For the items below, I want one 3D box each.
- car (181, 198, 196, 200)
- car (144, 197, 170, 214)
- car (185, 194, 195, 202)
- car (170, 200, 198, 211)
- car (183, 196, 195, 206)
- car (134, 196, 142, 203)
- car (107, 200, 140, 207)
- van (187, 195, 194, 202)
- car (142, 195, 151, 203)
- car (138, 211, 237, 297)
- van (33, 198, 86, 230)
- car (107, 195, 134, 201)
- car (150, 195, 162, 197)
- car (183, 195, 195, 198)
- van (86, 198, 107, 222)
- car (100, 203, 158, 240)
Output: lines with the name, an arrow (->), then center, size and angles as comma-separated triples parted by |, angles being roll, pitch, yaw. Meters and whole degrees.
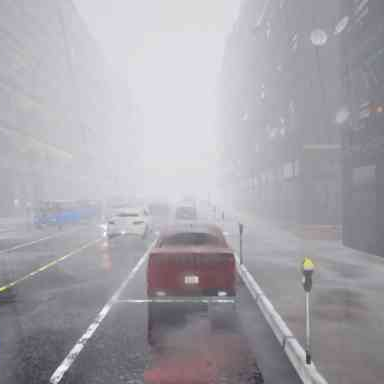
car -> -0.438, 1.582, 31.754 | 1.887, 1.381, 4.507 | 1, 0, 0
car -> -2.931, 1.513, 30.753 | 1.882, 1.535, 5.008 | 0, 0, 0
car -> -0.471, 1.521, 81.536 | 2.192, 1.841, 5.009 | 1, 0, 0
car -> -0.437, 1.572, 26.224 | 1.887, 1.381, 4.507 | 1, 0, 0
car -> -0.472, 1.553, 59.411 | 1.967, 1.590, 4.097 | 1, 0, 0
car -> -8.313, 1.379, 42.876 | 2.192, 1.841, 5.009 | 1, 0, 0
car -> -5.869, 1.630, 27.598 | 1.895, 1.301, 4.718 | 0, 0, 0
van -> -0.473, 1.575, 87.068 | 1.690, 1.788, 3.998 | 1, 0, 0
car -> -8.320, 1.660, 53.938 | 1.947, 1.339, 4.313 | 1, 0, 0
car -> -0.006, 1.482, 8.653 | 1.882, 1.535, 5.008 | 0, 0, 0
van -> -8.312, 1.358, 20.753 | 1.690, 1.788, 3.998 | 2, 0, 0
car -> -8.313, 1.365, 37.346 | 2.192, 1.841, 5.009 | 1, 0, 0
car -> -8.316, 1.471, 70.528 | 2.192, 1.841, 5.009 | 1, 0, 0
car -> -0.428, 1.490, 37.286 | 1.967, 1.590, 4.097 | 1, 0, 0
van -> -8.313, 1.368, 26.285 | 1.690, 1.788, 3.998 | 1, 0, 0
car -> -3.020, 1.538, 16.963 | 1.812, 1.442, 4.674 | 0, 0, 0
